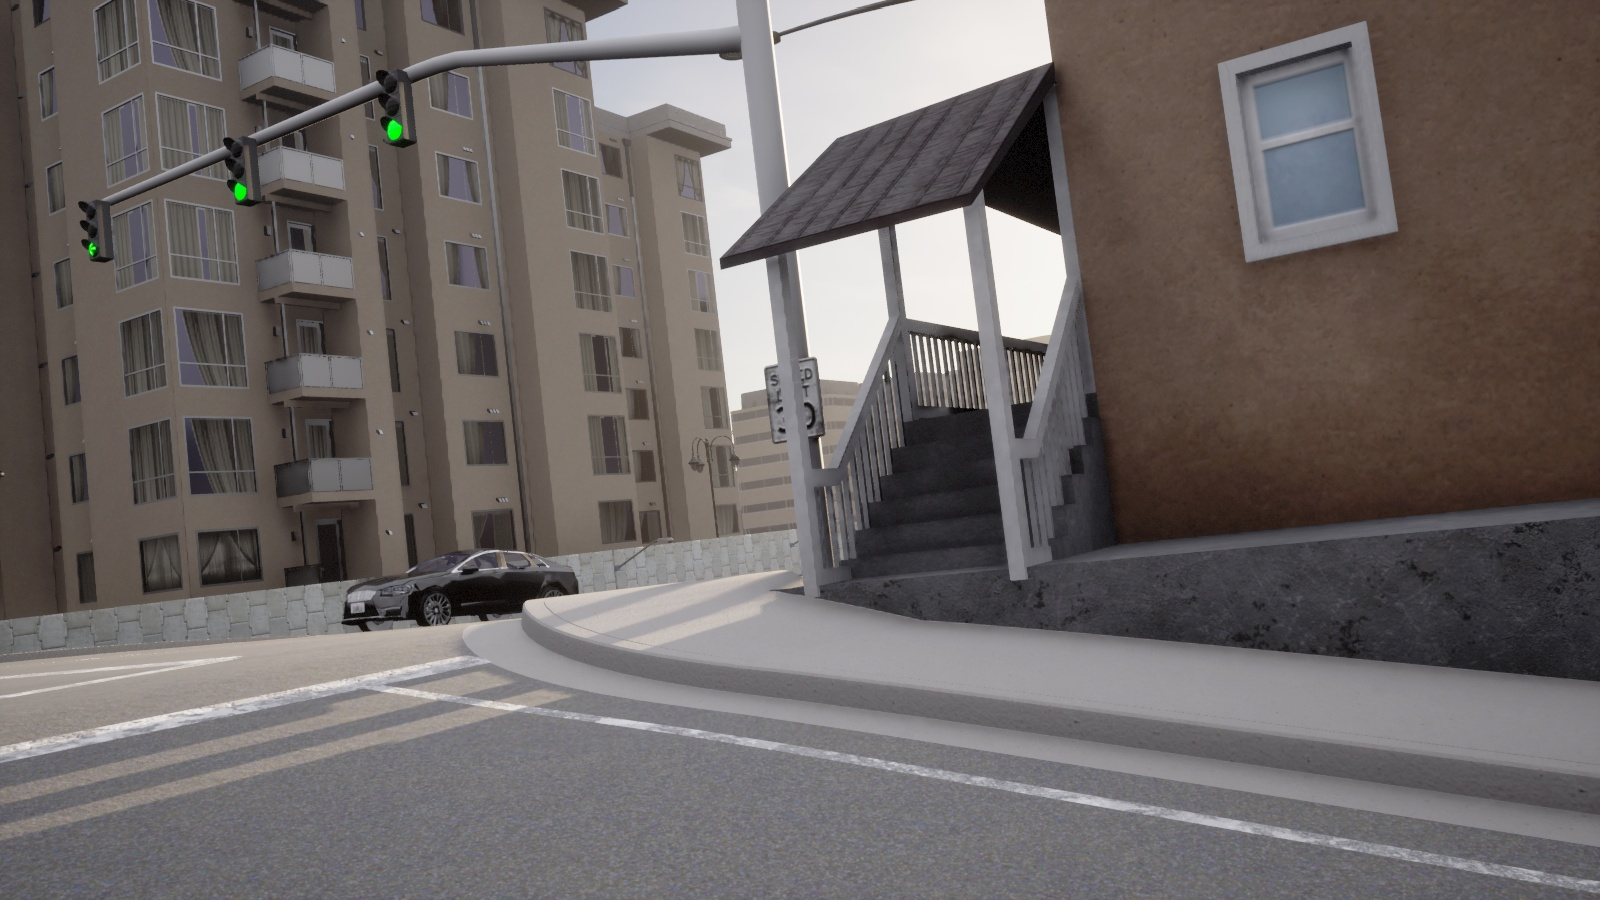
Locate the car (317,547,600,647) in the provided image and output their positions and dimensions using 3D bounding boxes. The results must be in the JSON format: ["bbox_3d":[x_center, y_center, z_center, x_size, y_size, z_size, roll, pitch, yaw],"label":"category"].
[{"bbox_3d":[-6.305,2.717,23.756,2.128,1.511,4.902,-10,-9,33],"label":"car"}]
